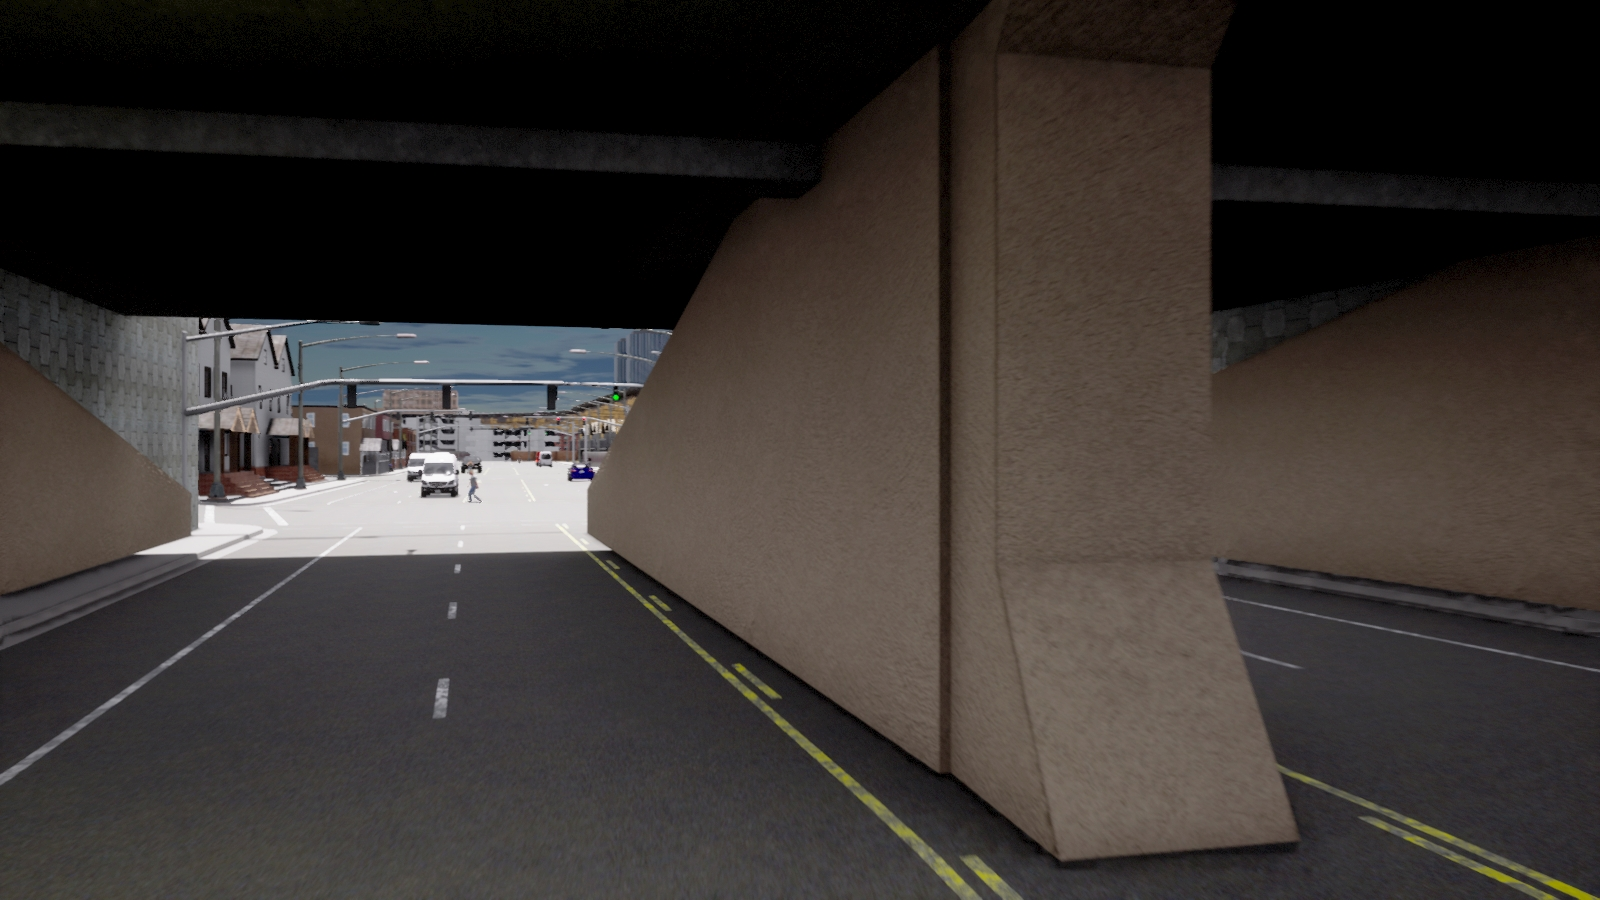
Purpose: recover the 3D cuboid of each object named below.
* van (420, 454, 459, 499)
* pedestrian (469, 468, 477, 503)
[{"bbox_3d":[-21.932,1.544,69.639,1.988,2.561,5.915,0,0,-15],"label":"van"},{"bbox_3d":[-17.375,1.872,60.717,0.375,1.860,0.375,0,0,-29],"label":"pedestrian"}]
